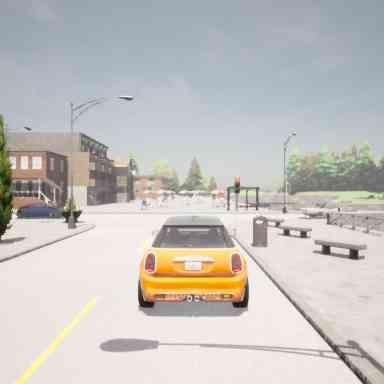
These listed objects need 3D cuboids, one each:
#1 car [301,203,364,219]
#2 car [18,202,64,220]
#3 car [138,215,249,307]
[{"bbox_3d":[11.791,1.601,28.058,4.718,1.301,1.895,0,0,0],"label":"car"},{"bbox_3d":[-12.369,1.564,27.978,4.181,1.385,1.994,0,0,3],"label":"car"},{"bbox_3d":[0.043,1.352,8.119,2.097,1.767,4.553,0,0,1],"label":"car"}]
